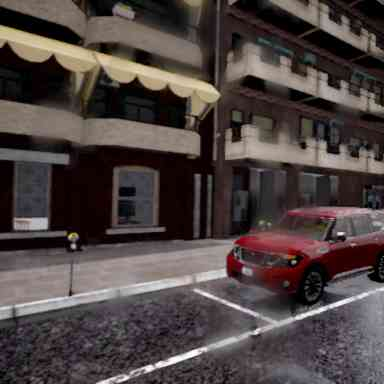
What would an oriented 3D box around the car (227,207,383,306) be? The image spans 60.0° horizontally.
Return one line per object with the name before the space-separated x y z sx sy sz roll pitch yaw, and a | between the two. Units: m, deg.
car | 3.209 1.350 8.363 5.009 1.841 2.192 0 1 -36
